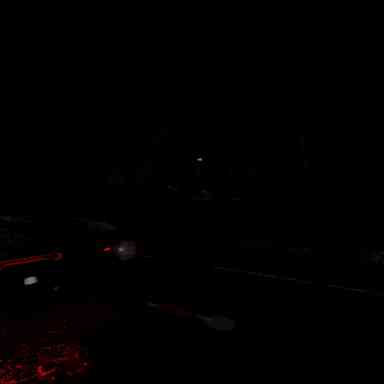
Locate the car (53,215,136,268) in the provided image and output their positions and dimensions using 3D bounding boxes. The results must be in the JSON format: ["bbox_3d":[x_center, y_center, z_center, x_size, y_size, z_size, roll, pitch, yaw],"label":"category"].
[{"bbox_3d":[-3.895,1.486,11.063,4.674,1.442,1.812,1,0,36],"label":"car"}]

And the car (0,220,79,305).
[{"bbox_3d":[-4.949,1.443,7.515,5.008,1.535,1.882,1,0,36],"label":"car"}]
